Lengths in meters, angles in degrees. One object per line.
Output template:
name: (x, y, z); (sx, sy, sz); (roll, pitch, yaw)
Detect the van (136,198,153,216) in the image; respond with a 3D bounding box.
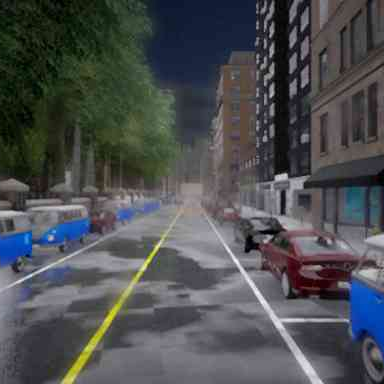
van: (-5.662, 1.668, 36.761); (1.690, 1.788, 3.998); (0, 0, 0)

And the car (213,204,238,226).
car: (2.861, 1.814, 25.459); (1.802, 1.307, 4.206); (0, 0, 0)

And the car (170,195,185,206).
car: (-2.984, 2.059, 70.993); (1.882, 1.535, 5.008); (0, 0, 0)

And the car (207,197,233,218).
car: (2.861, 1.595, 31.122); (2.192, 1.841, 5.009); (0, 0, 0)

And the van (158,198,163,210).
van: (-5.659, 1.758, 48.077); (1.690, 1.788, 3.998); (0, 0, 0)

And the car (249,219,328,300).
car: (2.856, 1.625, 8.479); (1.887, 1.381, 4.507); (0, -1, 0)

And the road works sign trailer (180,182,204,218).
road works sign trailer: (0.008, 0.769, 34.084); (2.380, 3.560, 2.880); (0, 0, 0)

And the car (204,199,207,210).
car: (2.865, 1.917, 42.440); (1.887, 1.381, 4.507); (0, 0, 0)

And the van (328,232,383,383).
van: (2.854, 1.368, 2.821); (1.690, 1.788, 3.998); (0, -1, 0)

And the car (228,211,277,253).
car: (2.858, 1.698, 14.138); (1.947, 1.339, 4.313); (0, -1, 0)

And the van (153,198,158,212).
van: (-5.661, 1.713, 42.419); (1.690, 1.788, 3.998); (0, 0, 0)

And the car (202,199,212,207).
car: (2.871, 2.089, 65.082); (1.887, 1.381, 4.507); (0, 0, 0)

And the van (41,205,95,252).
van: (-5.668, 1.473, 14.131); (1.690, 1.788, 3.998); (0, -1, 0)

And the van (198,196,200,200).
van: (2.873, 1.965, 76.404); (1.690, 1.788, 3.998); (0, 0, 0)

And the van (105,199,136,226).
van: (-5.665, 1.573, 25.446); (1.690, 1.788, 3.998); (0, 0, 0)

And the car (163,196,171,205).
car: (-5.652, 1.939, 76.366); (2.192, 1.841, 5.009); (0, 0, 0)

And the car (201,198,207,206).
car: (2.868, 2.042, 53.761); (1.802, 1.307, 4.206); (0, 0, 0)

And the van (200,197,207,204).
van: (2.869, 1.844, 59.423); (1.690, 1.788, 3.998); (0, 0, 0)

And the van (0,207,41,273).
van: (-5.670, 1.421, 8.473); (1.690, 1.788, 3.998); (0, -1, 0)

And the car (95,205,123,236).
car: (-5.666, 1.727, 19.786); (1.887, 1.381, 4.507); (0, -1, 0)
